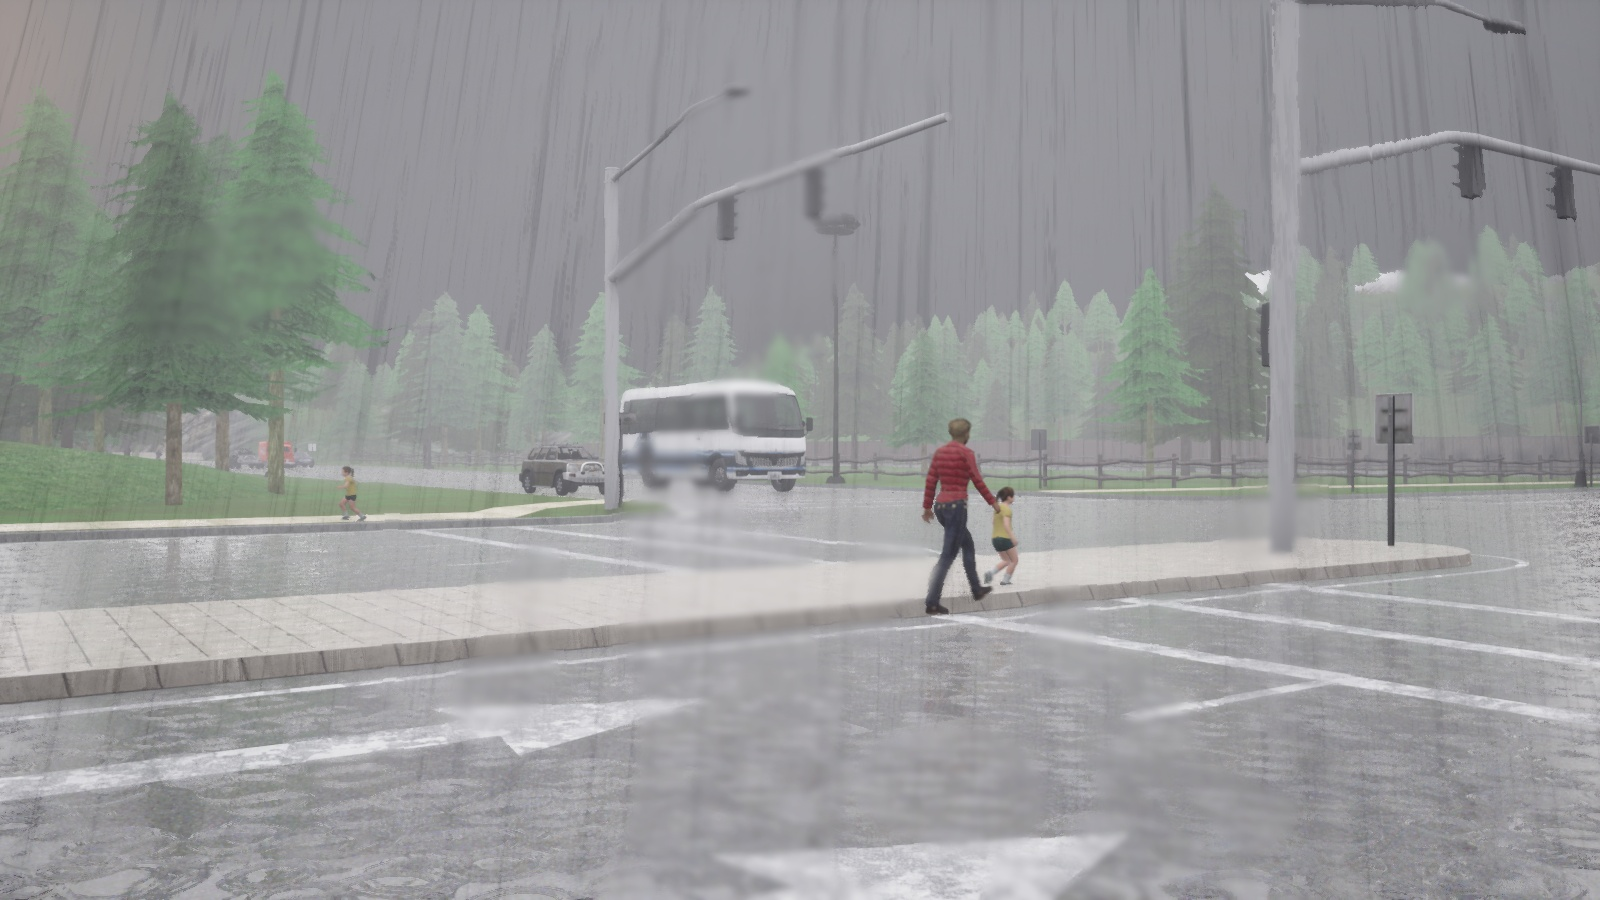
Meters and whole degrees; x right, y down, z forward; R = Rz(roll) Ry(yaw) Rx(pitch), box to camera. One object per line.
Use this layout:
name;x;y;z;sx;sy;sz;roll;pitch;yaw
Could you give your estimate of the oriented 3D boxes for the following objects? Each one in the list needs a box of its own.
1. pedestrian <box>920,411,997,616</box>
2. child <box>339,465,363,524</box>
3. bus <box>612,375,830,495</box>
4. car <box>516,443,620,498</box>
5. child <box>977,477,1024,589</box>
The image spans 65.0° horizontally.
pedestrian;1.470;0.569;11.626;0.636;1.846;0.331;0;0;-34
child;-8.651;0.853;24.187;0.394;1.110;0.255;0;0;-26
bus;-3.432;-0.494;50.037;3.944;4.253;10.273;0;0;-34
car;-8.316;0.695;44.777;1.932;1.855;4.605;0;0;-34
child;2.049;0.839;12.817;0.394;1.110;0.255;0;0;-20
